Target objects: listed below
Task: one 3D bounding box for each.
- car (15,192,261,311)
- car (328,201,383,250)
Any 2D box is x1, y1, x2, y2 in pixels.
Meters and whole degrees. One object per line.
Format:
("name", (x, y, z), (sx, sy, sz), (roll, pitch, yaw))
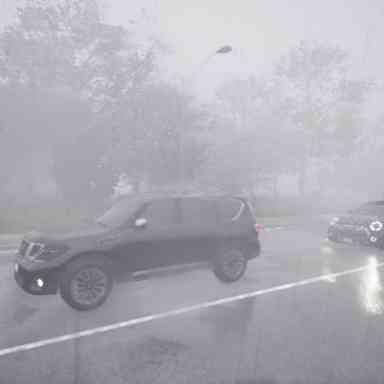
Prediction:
("car", (-0.890, 1.023, 7.603), (5.566, 2.045, 2.150), (0, 2, -34))
("car", (7.479, 1.154, 13.178), (4.553, 1.767, 2.097), (0, 2, -34))
